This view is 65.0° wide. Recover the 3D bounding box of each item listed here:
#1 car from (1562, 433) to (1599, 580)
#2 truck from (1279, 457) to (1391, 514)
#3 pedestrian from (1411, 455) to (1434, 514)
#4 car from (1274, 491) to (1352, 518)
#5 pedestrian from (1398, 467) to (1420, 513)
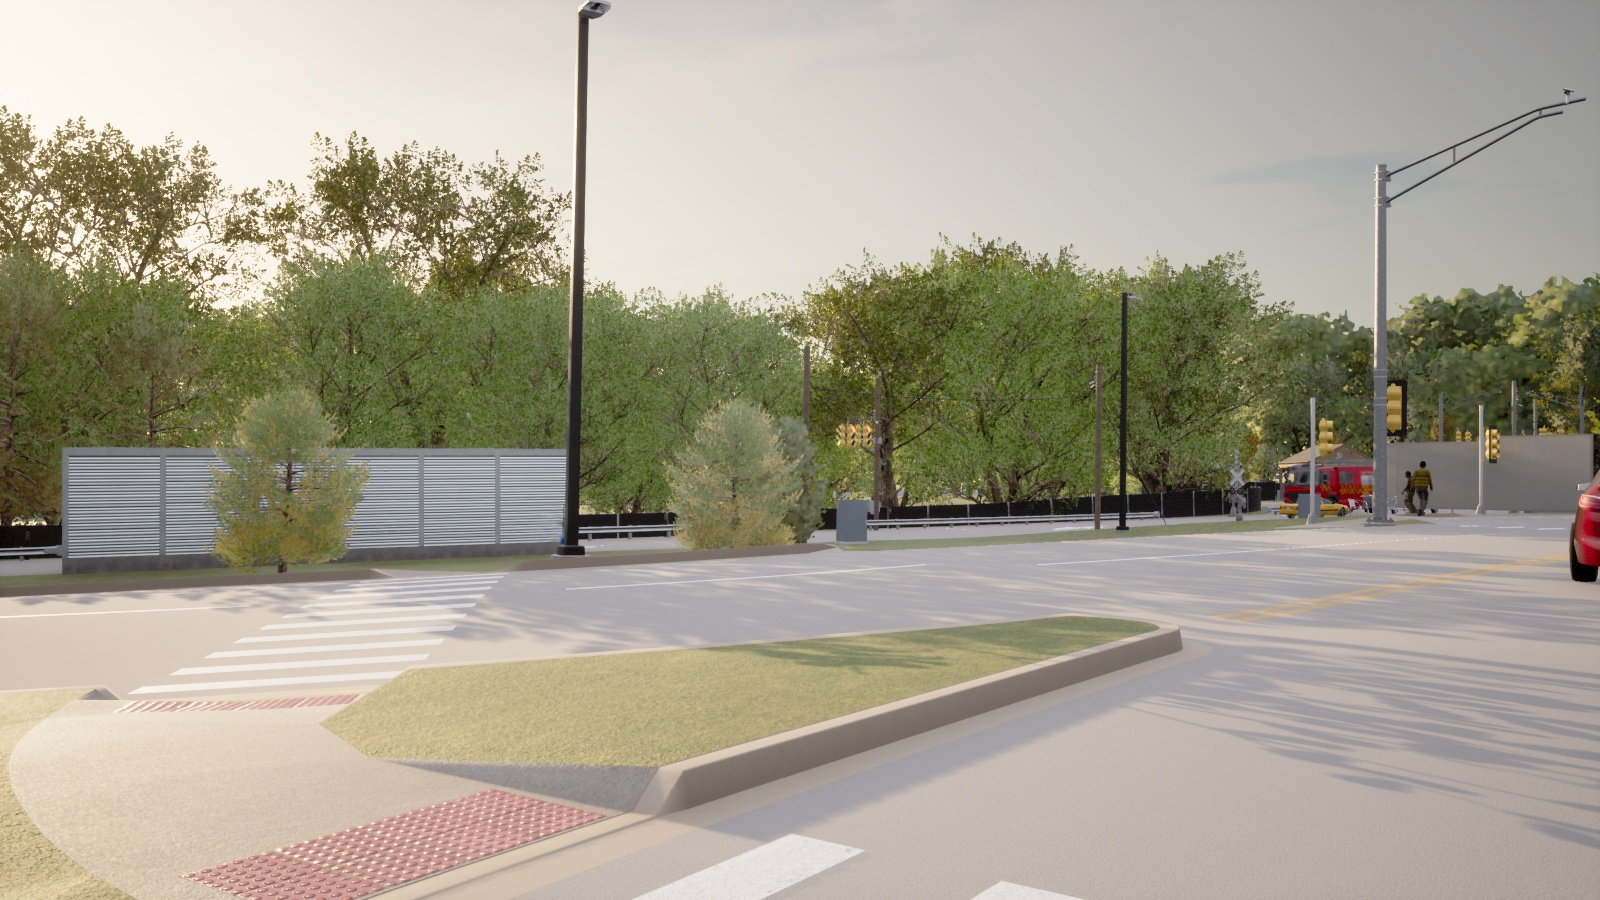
[{"bbox_3d":[11.008,0.633,15.717,2.242,1.667,4.611,-1,-1,35],"label":"car"},{"bbox_3d":[37.877,2.470,88.836,8.468,3.827,2.891,0,-1,-32],"label":"truck"},{"bbox_3d":[19.819,1.100,39.990,0.709,1.840,0.431,2,-2,-45],"label":"pedestrian"},{"bbox_3d":[33.577,3.556,82.103,5.366,1.575,1.801,0,0,-30],"label":"car"},{"bbox_3d":[24.572,1.622,50.659,0.703,1.840,0.431,-1,-2,44],"label":"pedestrian"}]
